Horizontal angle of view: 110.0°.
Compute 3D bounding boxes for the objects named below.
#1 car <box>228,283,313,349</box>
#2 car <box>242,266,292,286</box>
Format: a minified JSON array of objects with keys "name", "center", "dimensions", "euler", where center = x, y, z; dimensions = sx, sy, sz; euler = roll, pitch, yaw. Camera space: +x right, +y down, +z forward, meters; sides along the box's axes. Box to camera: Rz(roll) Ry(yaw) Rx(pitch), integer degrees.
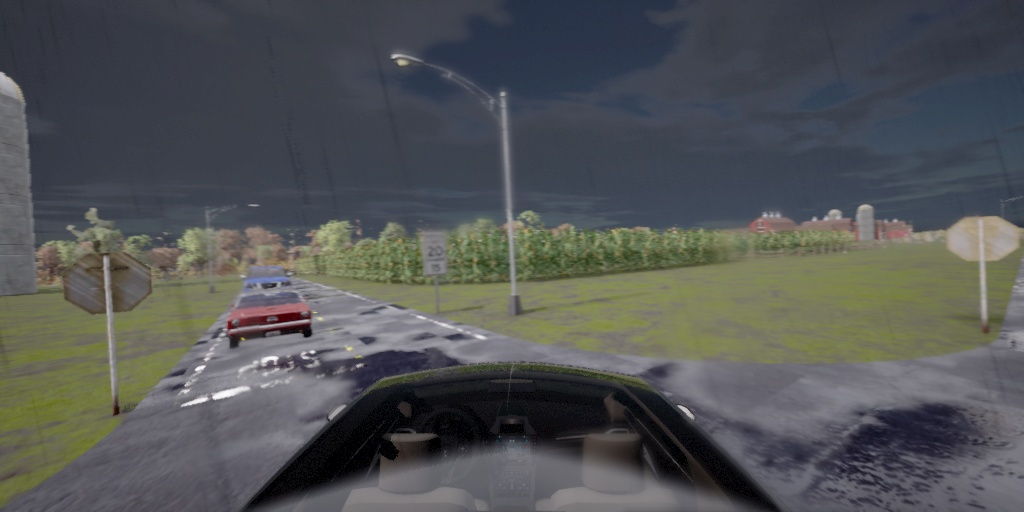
[{"name":"car","center":[-7.238,1.694,10.795],"dimensions":[1.895,1.301,4.718],"euler":[-3,1,-34]},{"name":"car","center":[-14.558,1.639,21.390],"dimensions":[2.150,2.045,5.566],"euler":[-3,1,-35]}]
